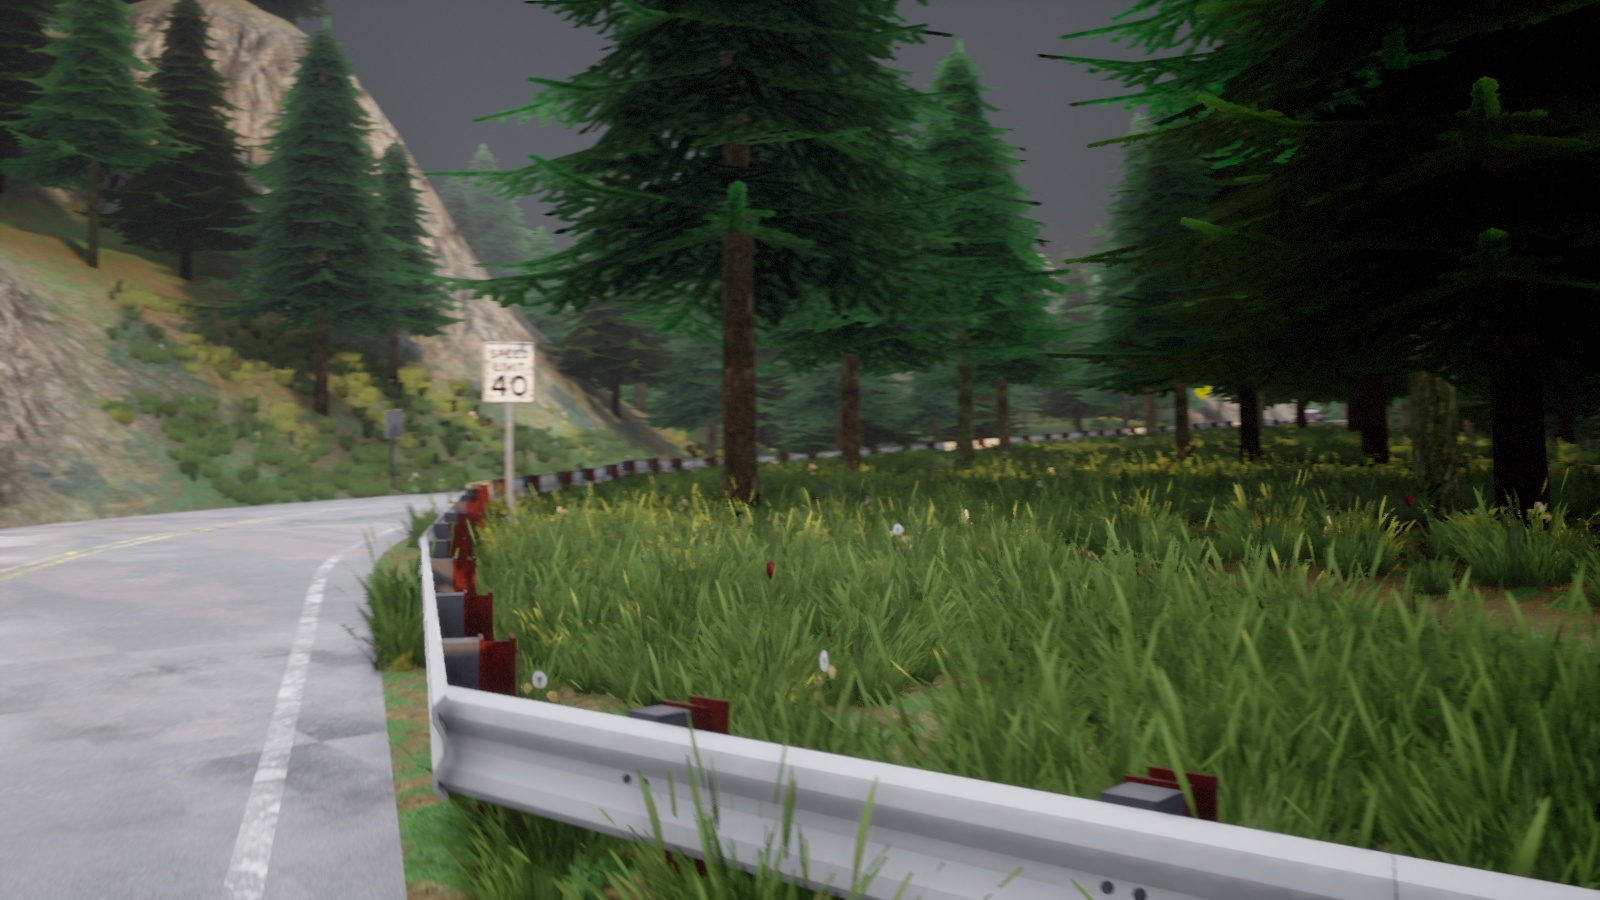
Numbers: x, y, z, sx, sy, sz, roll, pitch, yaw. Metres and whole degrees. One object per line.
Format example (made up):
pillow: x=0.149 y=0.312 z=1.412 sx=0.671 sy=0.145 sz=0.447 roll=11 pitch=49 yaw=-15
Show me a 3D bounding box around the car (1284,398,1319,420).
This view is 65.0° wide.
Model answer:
car: x=35.853 y=-2.898 z=89.786 sx=1.812 sy=1.442 sz=4.674 roll=-3 pitch=0 yaw=16
